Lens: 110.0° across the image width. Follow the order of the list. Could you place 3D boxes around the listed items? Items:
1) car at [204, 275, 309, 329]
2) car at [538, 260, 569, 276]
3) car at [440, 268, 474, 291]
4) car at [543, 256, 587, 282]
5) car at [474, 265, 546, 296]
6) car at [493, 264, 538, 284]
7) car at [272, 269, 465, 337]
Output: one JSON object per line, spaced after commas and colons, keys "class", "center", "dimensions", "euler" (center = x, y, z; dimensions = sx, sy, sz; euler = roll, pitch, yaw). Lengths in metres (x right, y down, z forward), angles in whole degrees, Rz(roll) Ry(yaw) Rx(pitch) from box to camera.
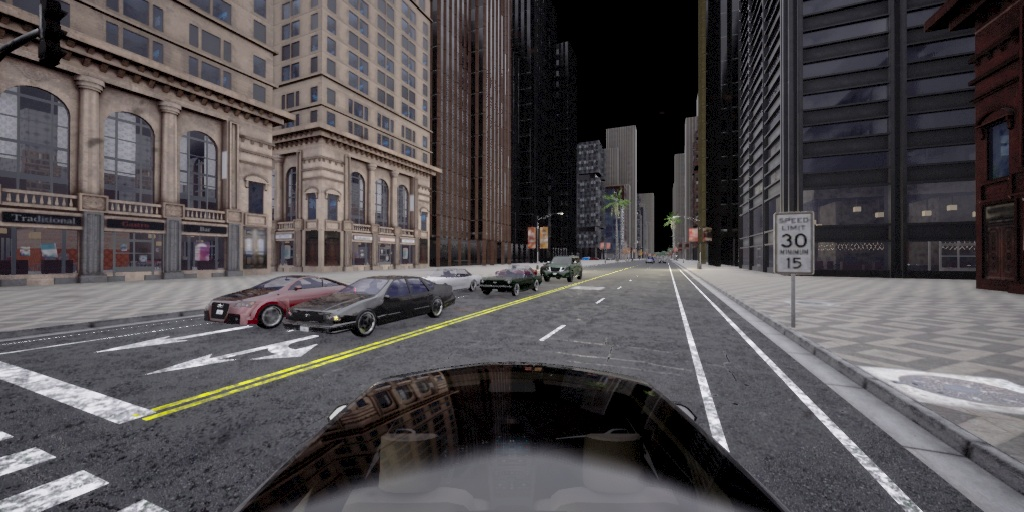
{"class": "car", "center": [-7.007, 1.316, 11.394], "dimensions": [1.994, 1.385, 4.181], "euler": [0, 0, 24]}
{"class": "car", "center": [4.484, 1.251, 37.943], "dimensions": [1.882, 1.535, 5.008], "euler": [0, 0, 24]}
{"class": "car", "center": [-3.541, 1.357, 19.441], "dimensions": [1.895, 1.301, 4.718], "euler": [0, 0, 23]}
{"class": "car", "center": [4.286, 0.987, 29.366], "dimensions": [2.150, 2.045, 5.566], "euler": [0, 0, 23]}
{"class": "car", "center": [0.045, 1.358, 19.546], "dimensions": [1.895, 1.301, 4.718], "euler": [0, 0, 24]}
{"class": "car", "center": [0.406, 1.364, 28.587], "dimensions": [1.895, 1.301, 4.718], "euler": [0, 0, 24]}
{"class": "car", "center": [-3.753, 1.299, 10.742], "dimensions": [2.033, 1.411, 5.357], "euler": [0, 0, 23]}
